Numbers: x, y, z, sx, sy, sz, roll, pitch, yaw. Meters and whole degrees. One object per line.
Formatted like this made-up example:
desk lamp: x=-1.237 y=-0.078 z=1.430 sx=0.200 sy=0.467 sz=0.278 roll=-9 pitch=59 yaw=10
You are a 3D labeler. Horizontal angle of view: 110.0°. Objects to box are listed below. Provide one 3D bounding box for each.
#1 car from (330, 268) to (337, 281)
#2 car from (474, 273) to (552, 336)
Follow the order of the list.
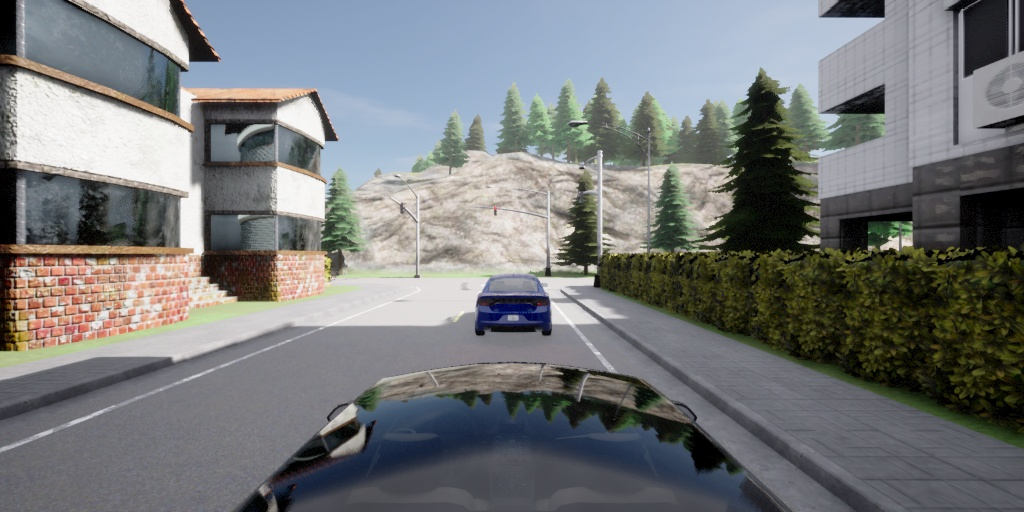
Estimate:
car: x=-15.751 y=1.101 z=27.083 sx=4.553 sy=1.767 sz=2.097 roll=0 pitch=0 yaw=1
car: x=0.047 y=1.228 z=10.459 sx=1.882 sy=1.535 sz=5.008 roll=0 pitch=0 yaw=0
